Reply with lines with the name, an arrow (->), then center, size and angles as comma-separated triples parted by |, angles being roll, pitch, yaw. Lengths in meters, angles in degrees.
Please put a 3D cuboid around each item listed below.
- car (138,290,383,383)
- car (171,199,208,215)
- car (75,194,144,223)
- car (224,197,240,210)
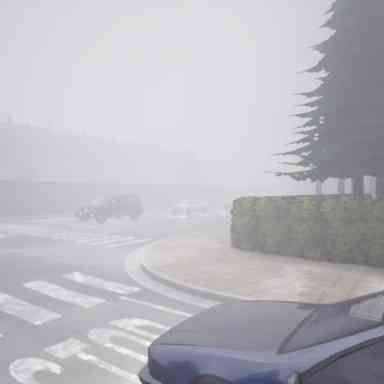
car -> 2.078, 1.547, 2.497 | 5.357, 1.411, 2.033 | 0, 0, 36
car -> -0.138, 1.480, 33.683 | 1.812, 1.442, 4.674 | 0, 0, 35
car -> -6.114, 1.176, 25.327 | 2.150, 2.045, 5.566 | 0, 0, 35
car -> 5.831, 1.432, 42.080 | 1.882, 1.535, 5.008 | 0, 0, 36
